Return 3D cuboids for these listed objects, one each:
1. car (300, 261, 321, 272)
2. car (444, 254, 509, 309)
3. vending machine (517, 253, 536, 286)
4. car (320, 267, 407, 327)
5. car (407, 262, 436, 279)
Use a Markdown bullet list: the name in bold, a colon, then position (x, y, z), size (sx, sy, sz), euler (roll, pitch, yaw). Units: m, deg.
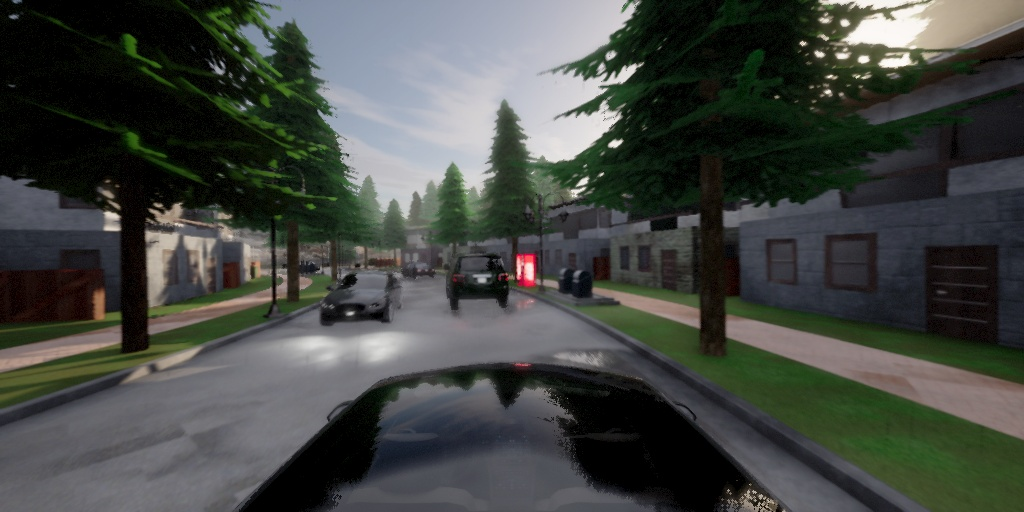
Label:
- **car**: position (-27.816, 1.472, 48.826), size (4.892, 1.490, 1.837), euler (-1, 0, 41)
- **car**: position (-1.585, 0.926, 14.981), size (2.150, 2.045, 5.566), euler (-1, 0, -12)
- **vending machine**: position (0.876, 0.833, 21.137), size (1.100, 2.100, 0.880), euler (0, 0, -18)
- **car**: position (-4.765, 1.271, 11.897), size (1.837, 1.490, 4.892), euler (0, 0, -11)
- **car**: position (-8.497, 1.262, 32.415), size (2.033, 1.411, 5.357), euler (-1, 0, -31)
